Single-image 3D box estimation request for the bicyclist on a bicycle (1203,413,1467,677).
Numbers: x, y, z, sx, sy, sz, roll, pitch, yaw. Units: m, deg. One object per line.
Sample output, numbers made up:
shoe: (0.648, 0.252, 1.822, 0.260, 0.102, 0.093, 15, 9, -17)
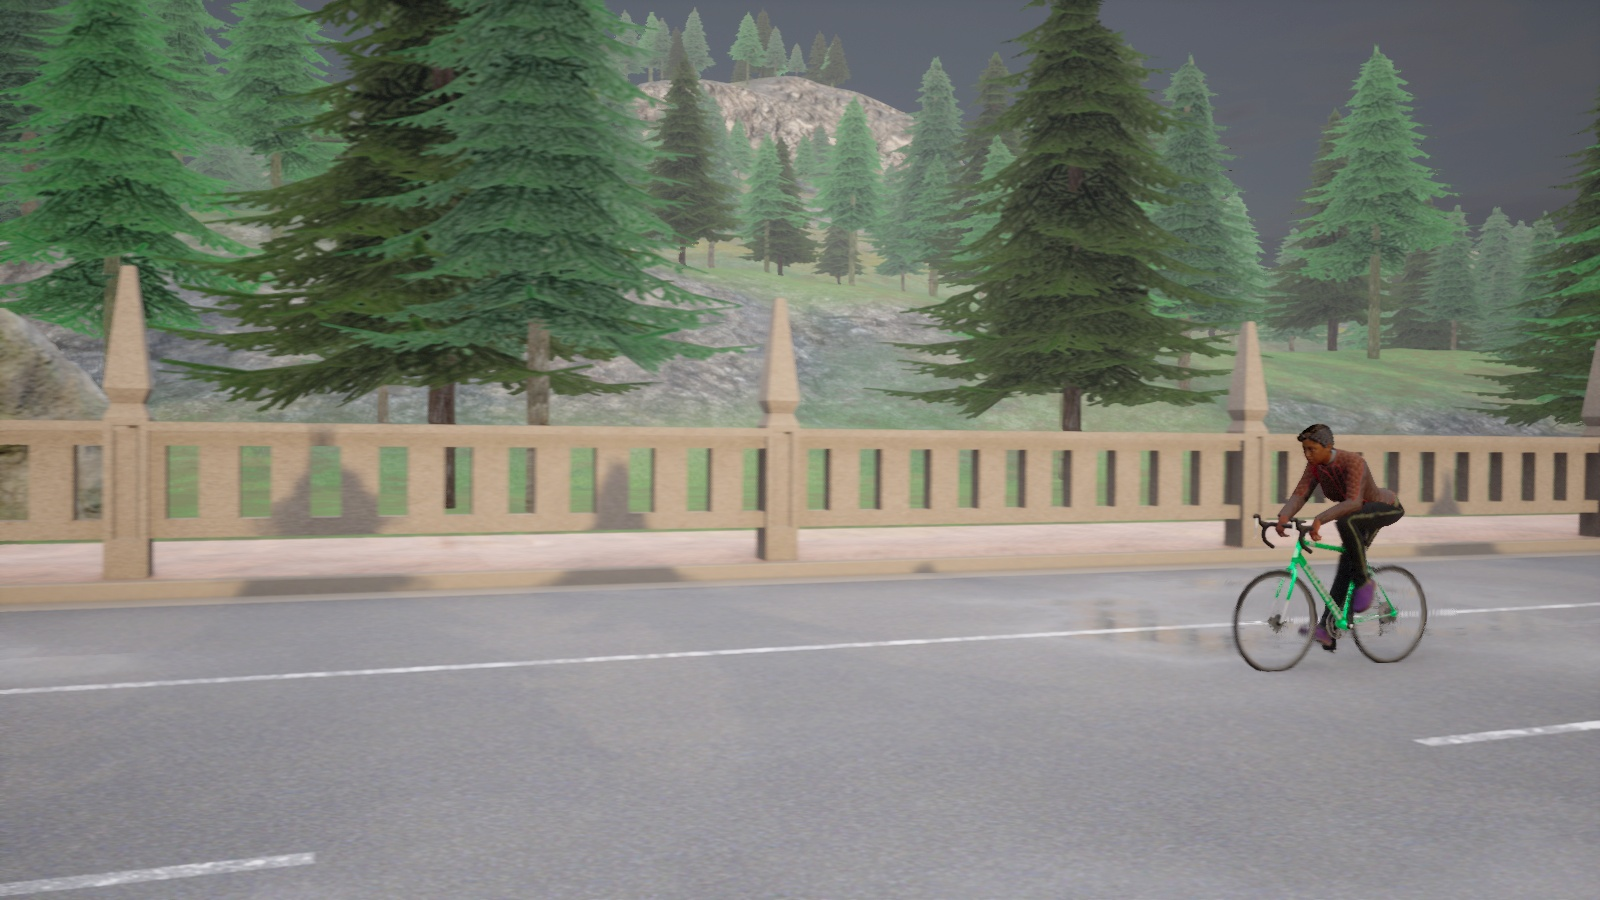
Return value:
bicyclist on a bicycle: (3.556, 0.577, 8.333, 1.656, 1.620, 0.582, -1, 1, -21)
